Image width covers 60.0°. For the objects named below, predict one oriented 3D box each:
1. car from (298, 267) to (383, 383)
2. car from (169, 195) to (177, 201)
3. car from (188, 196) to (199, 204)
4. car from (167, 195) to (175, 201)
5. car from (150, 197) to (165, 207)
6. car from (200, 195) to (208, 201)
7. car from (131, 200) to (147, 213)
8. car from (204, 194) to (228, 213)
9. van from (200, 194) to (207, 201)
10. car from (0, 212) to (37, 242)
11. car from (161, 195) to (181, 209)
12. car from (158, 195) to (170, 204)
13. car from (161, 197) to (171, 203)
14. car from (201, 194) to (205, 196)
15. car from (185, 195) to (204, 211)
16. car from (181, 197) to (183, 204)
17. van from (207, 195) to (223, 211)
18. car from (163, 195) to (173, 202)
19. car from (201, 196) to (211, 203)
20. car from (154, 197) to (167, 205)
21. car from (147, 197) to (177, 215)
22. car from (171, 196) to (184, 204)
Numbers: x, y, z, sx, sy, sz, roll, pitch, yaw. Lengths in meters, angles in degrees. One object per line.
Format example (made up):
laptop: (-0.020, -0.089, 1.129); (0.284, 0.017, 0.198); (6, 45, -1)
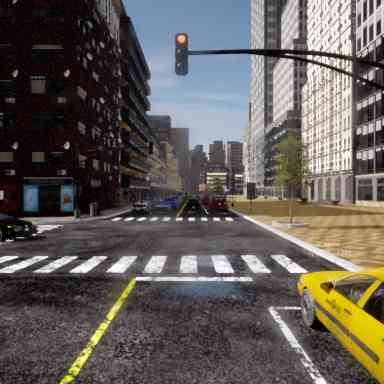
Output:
car: (2.703, 1.525, 4.153); (1.752, 1.417, 4.829); (0, 0, 0)
car: (-5.305, 1.641, 91.696); (1.887, 1.381, 4.507); (0, 0, 0)
car: (0.291, 1.614, 66.393); (1.994, 1.385, 4.181); (0, 0, 0)
car: (-5.329, 1.610, 86.000); (1.752, 1.417, 4.829); (0, 0, 0)
car: (-5.469, 1.580, 53.010); (2.008, 1.369, 4.403); (0, 0, 0)
car: (3.053, 1.611, 86.304); (1.752, 1.417, 4.829); (0, 0, 0)
car: (-5.539, 1.562, 36.431); (2.008, 1.369, 4.403); (0, 0, 0)
car: (2.839, 1.326, 36.395); (2.192, 1.841, 5.009); (0, 0, 0)
van: (3.074, 1.438, 91.660); (1.690, 1.788, 3.998); (0, 0, 0)
car: (-10.168, 1.716, 16.886); (4.181, 1.385, 1.994); (-1, 0, 9)
car: (-2.901, 1.495, 43.941); (1.882, 1.535, 5.008); (0, 0, 0)
car: (-5.423, 1.486, 64.064); (1.967, 1.590, 4.097); (0, 0, 0)
car: (-5.399, 1.637, 69.591); (1.802, 1.307, 4.206); (0, 0, 0)
car: (2.933, 1.352, 58.501); (2.192, 1.841, 5.009); (0, 0, 0)
car: (0.245, 1.520, 40.781); (1.837, 1.490, 4.892); (0, 0, 1)
car: (-2.841, 1.535, 53.754); (1.837, 1.490, 4.892); (0, 0, 1)
van: (2.863, 1.357, 41.921); (1.690, 1.788, 3.998); (0, 0, 0)
car: (-5.376, 1.504, 75.117); (1.967, 1.590, 4.097); (0, 0, 0)
car: (2.981, 1.600, 69.555); (1.887, 1.381, 4.507); (0, 0, 0)
car: (-5.446, 1.582, 58.536); (1.887, 1.381, 4.507); (0, 0, 0)
car: (-2.953, 1.557, 34.122); (2.033, 1.411, 5.357); (0, 0, 0)
car: (-2.729, 1.538, 63.999); (2.128, 1.511, 4.902); (0, 0, 0)
